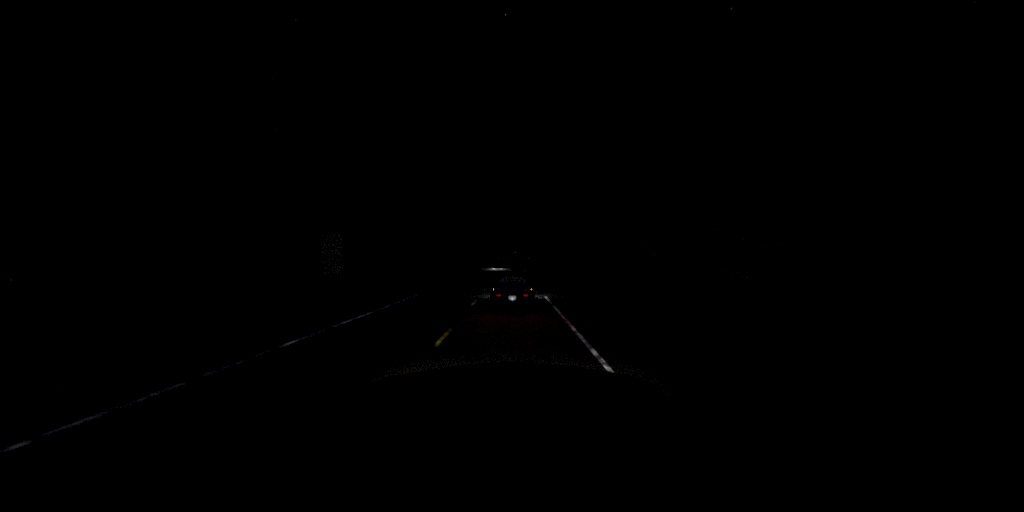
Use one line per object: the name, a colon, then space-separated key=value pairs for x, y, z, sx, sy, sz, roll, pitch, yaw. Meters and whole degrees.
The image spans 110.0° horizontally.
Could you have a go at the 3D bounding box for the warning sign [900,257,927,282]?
warning sign: x=30.771 y=1.011 z=27.484 sx=1.060 sy=1.860 sz=1.300 roll=0 pitch=0 yaw=5

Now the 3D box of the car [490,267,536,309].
car: x=0.049 y=1.404 z=15.740 sx=1.812 sy=1.442 sz=4.674 roll=0 pitch=0 yaw=1
